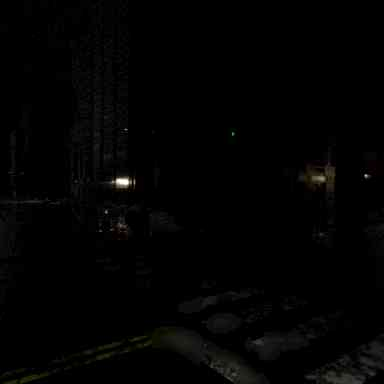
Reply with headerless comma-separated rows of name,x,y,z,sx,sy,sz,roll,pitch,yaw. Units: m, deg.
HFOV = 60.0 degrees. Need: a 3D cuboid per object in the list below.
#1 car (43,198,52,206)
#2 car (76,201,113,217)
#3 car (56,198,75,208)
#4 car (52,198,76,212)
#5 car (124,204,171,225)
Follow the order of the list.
car,-26.507,1.802,62.419,2.128,1.511,4.902,1,-1,-36
car,-9.339,1.619,32.705,2.128,1.511,4.902,1,-1,-36
car,-20.708,1.790,54.249,1.812,1.442,4.674,1,-1,-35
car,-15.490,1.724,41.394,2.033,1.411,5.357,1,-1,-34
car,-3.390,1.607,24.340,1.812,1.442,4.674,1,-1,-37
